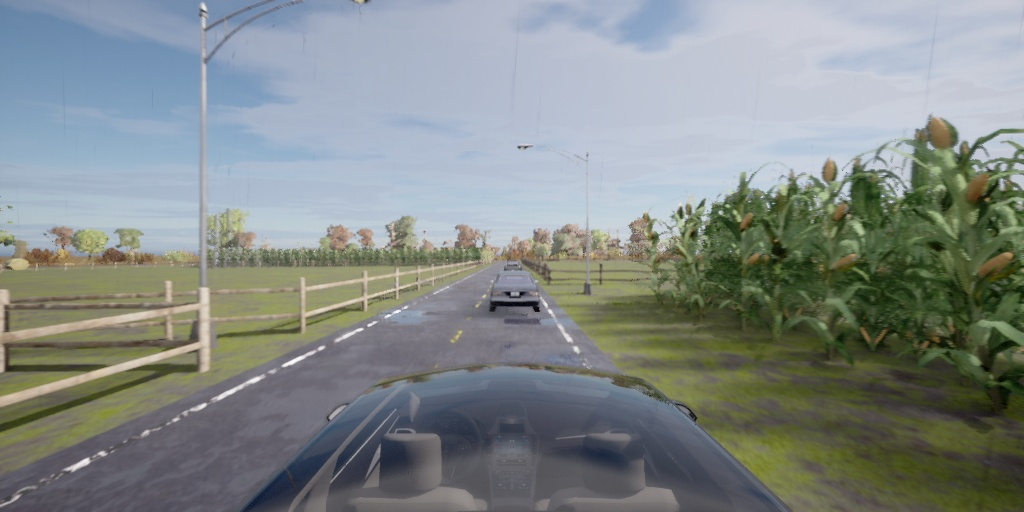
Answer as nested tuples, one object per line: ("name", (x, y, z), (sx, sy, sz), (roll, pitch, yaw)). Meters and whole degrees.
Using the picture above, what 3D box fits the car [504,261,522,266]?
("car", (0.102, 1.242, 37.323), (2.128, 1.511, 4.902), (0, 0, 0))

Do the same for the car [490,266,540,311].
("car", (0.099, 1.298, 14.344), (2.033, 1.411, 5.357), (0, 0, 0))
